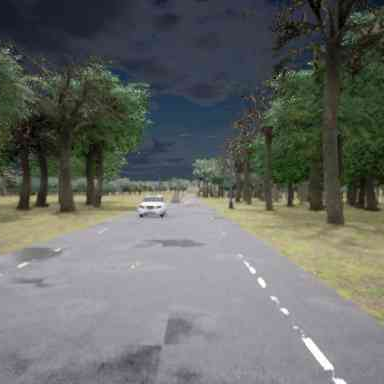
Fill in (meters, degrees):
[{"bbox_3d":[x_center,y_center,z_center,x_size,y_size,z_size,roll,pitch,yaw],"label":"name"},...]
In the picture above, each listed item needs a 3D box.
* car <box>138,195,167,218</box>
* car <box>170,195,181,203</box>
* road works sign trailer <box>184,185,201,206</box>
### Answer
[{"bbox_3d":[-3.601,1.286,31.274,2.150,2.045,5.566,0,0,0],"label":"car"},{"bbox_3d":[-3.511,1.514,72.060,2.097,1.767,4.553,0,0,0],"label":"car"},{"bbox_3d":[0.186,0.623,59.023,2.380,3.560,2.880,0,0,-8],"label":"road works sign trailer"}]
